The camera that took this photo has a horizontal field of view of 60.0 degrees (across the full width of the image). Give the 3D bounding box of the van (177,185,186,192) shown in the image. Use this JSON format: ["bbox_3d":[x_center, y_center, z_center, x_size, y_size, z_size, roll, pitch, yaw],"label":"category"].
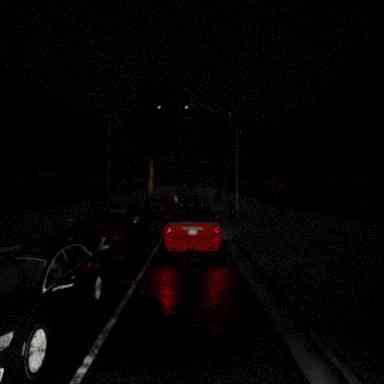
[{"bbox_3d":[-2.676,0.039,71.837,1.690,1.788,3.998,0,2,0],"label":"van"}]

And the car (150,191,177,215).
[{"bbox_3d":[-2.665,1.094,27.488,2.192,1.841,5.009,-1,1,0],"label":"car"}]

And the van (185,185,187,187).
[{"bbox_3d":[-2.679,-0.347,82.921,1.690,1.788,3.998,1,2,0],"label":"van"}]

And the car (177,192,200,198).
[{"bbox_3d":[0.029,1.125,27.866,2.097,1.767,4.553,0,1,0],"label":"car"}]

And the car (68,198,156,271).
[{"bbox_3d":[-2.662,1.279,10.852,2.192,1.841,5.009,-1,0,0],"label":"car"}]

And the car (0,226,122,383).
[{"bbox_3d":[-2.656,1.541,5.301,2.008,1.369,4.403,-1,0,0],"label":"car"}]

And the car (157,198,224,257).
[{"bbox_3d":[0.039,1.300,12.901,2.097,1.767,4.553,0,0,0],"label":"car"}]

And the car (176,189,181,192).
[{"bbox_3d":[-3.045,0.821,48.456,1.882,1.535,5.008,0,1,0],"label":"car"}]

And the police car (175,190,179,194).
[{"bbox_3d":[-3.035,0.927,41.567,1.930,1.638,5.238,0,1,0],"label":"police car"}]

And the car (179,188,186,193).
[{"bbox_3d":[-2.685,-0.541,94.006,1.802,1.307,4.206,1,2,0],"label":"car"}]

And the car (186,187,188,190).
[{"bbox_3d":[-2.679,0.062,77.386,2.008,1.369,4.403,1,2,0],"label":"car"}]
